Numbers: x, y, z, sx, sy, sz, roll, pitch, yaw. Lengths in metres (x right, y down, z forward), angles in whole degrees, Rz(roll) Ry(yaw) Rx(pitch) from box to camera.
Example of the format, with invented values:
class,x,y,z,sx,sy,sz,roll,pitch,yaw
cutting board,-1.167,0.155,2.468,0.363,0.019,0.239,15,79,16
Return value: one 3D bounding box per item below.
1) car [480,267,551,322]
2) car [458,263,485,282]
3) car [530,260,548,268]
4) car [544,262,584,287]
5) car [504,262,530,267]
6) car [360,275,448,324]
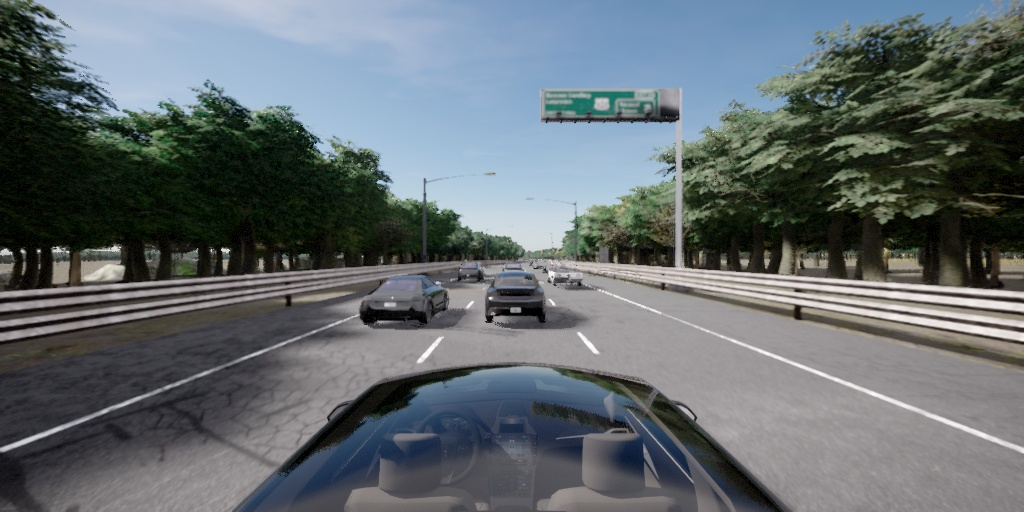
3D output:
class,x,y,z,sx,sy,sz,roll,pitch,yaw
car,0.102,1.278,12.444,1.837,1.490,4.892,0,0,0
car,-3.394,1.335,30.241,2.128,1.511,4.902,0,0,0
car,3.638,1.391,48.156,1.895,1.301,4.718,0,0,1
car,3.503,1.254,24.283,1.895,1.301,4.718,0,0,0
car,0.107,1.335,30.272,2.128,1.511,4.902,0,0,0
car,-3.399,1.337,12.027,1.994,1.385,4.181,0,0,0
